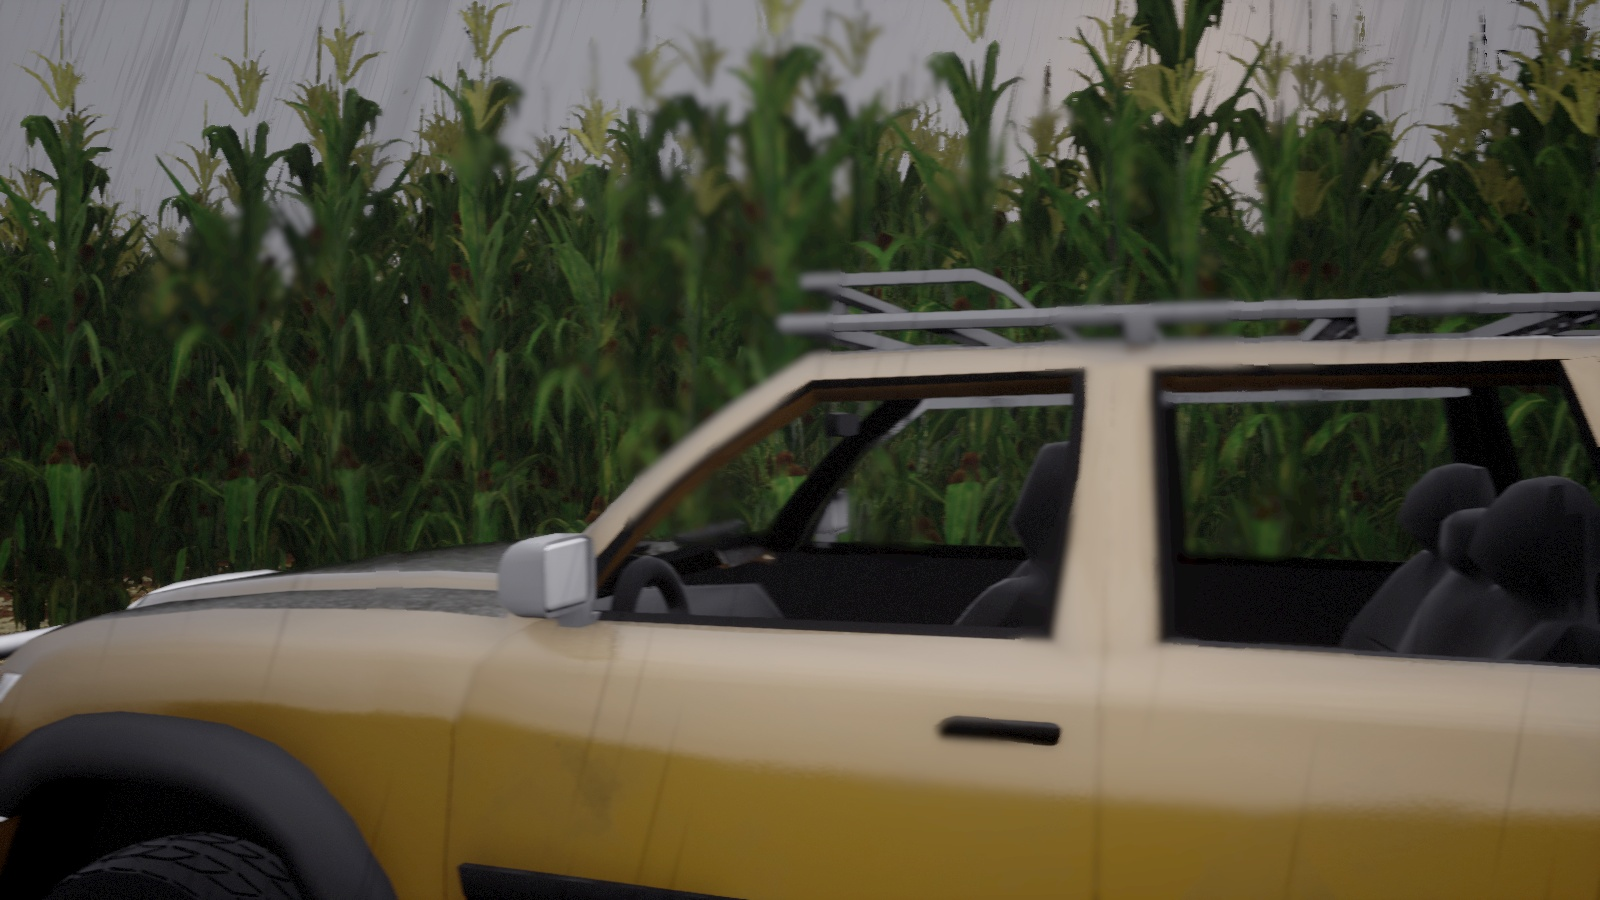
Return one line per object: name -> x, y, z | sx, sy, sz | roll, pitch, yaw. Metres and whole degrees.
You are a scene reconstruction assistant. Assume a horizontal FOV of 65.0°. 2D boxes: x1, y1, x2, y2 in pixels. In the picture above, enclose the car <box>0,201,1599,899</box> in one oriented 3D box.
car -> 0.362, 0.598, 2.777 | 4.605, 1.855, 1.932 | 1, 1, 18
